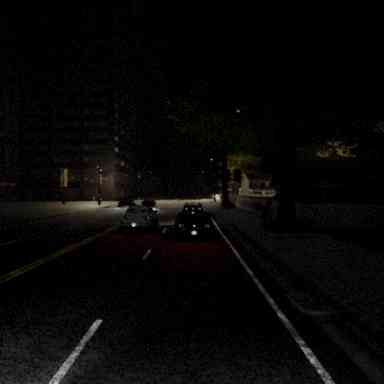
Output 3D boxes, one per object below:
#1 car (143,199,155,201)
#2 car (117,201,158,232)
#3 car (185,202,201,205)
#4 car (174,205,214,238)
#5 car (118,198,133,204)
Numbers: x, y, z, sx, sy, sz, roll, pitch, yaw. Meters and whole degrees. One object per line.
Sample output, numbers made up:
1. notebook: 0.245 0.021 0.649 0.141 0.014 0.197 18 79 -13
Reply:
1. car: -6.494 1.647 49.652 1.895 1.301 4.718 0 0 0
2. car: -3.147 1.539 20.313 1.812 1.442 4.674 0 0 0
3. car: 0.105 1.627 33.527 1.895 1.301 4.718 0 0 0
4. car: 0.104 1.611 17.797 1.895 1.301 4.718 0 0 0
5. car: -9.745 1.573 49.531 1.812 1.442 4.674 0 0 0
